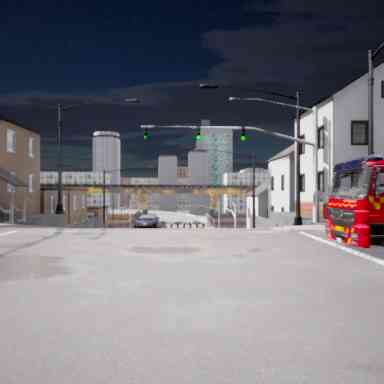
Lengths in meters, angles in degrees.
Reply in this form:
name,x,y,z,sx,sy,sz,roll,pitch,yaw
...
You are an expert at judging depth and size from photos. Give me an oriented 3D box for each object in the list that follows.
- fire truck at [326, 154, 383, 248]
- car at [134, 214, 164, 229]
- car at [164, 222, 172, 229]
name,x,y,z,sx,sy,sz,roll,pitch,yaw
fire truck,9.730,0.339,12.502,8.468,3.827,2.891,0,0,-1
car,-3.645,2.552,27.986,1.812,1.442,4.674,0,-8,0
car,-3.784,4.489,39.207,1.994,1.385,4.181,0,-13,-1
